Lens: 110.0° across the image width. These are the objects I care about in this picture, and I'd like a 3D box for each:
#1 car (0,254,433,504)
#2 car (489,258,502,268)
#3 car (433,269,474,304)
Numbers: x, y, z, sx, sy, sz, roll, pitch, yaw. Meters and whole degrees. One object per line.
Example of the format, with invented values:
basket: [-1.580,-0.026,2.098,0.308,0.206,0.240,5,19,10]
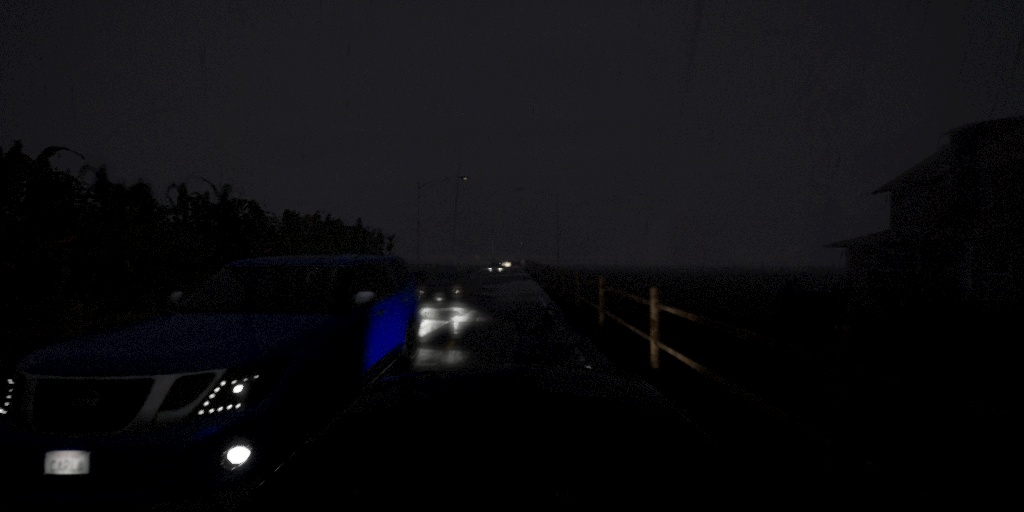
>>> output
car: [-2.851,0.978,5.061,2.150,2.045,5.566,0,0,0]
car: [-2.830,1.151,61.654,2.097,1.767,4.553,0,0,0]
car: [-2.850,1.314,16.702,2.033,1.411,5.357,0,0,0]
